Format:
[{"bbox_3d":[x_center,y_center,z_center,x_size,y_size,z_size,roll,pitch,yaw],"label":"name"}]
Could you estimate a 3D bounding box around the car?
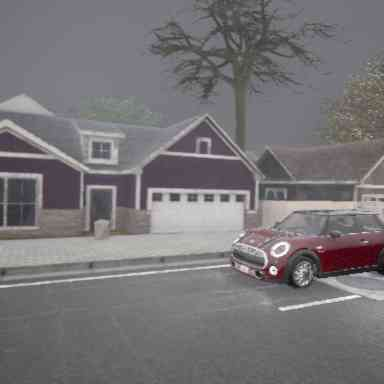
[{"bbox_3d":[3.283,1.259,8.798,4.553,1.767,2.097,1,1,-26],"label":"car"}]
